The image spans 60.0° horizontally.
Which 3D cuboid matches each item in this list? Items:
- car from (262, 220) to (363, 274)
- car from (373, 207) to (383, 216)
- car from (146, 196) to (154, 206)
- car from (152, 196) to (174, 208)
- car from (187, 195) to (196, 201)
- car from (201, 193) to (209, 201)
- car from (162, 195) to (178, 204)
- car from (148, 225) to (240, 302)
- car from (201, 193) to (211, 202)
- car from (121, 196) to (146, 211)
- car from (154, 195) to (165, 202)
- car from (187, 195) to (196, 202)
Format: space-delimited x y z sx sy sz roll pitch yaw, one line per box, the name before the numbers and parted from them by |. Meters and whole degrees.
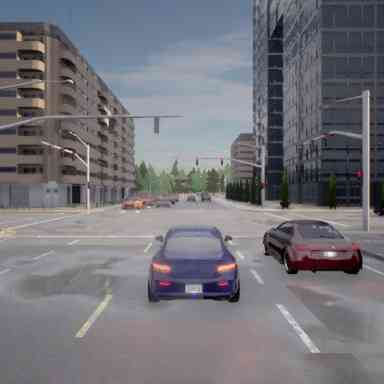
car | 3.552 1.564 10.538 1.994 1.385 4.181 0 0 0
car | 19.447 1.656 30.726 4.718 1.301 1.895 0 0 0
car | -7.499 1.351 52.964 2.097 1.767 4.553 0 0 0
car | -3.999 1.601 46.517 1.895 1.301 4.718 0 0 0
car | -0.074 1.525 87.816 2.128 1.511 4.902 0 0 1
car | 3.427 1.225 87.844 2.150 2.045 5.566 0 0 1
car | -3.947 1.601 58.931 1.895 1.301 4.718 0 0 1
car | 0.044 1.526 8.114 1.812 1.442 4.674 0 0 0
car | 3.321 1.355 77.681 2.097 1.767 4.553 0 0 1
car | -7.448 1.354 41.773 2.097 1.767 4.553 0 0 0
car | -7.212 1.472 74.546 1.882 1.535 5.008 0 0 1
car | -0.180 1.540 77.472 2.033 1.411 5.357 0 0 1
